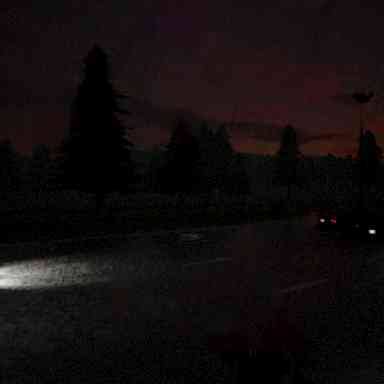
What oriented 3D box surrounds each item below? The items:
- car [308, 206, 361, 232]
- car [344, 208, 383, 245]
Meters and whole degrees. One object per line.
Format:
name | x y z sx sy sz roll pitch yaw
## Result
car | 8.771 1.516 18.603 5.357 1.411 2.033 0 0 -36
car | 8.742 1.537 14.284 4.181 1.385 1.994 0 0 -36
